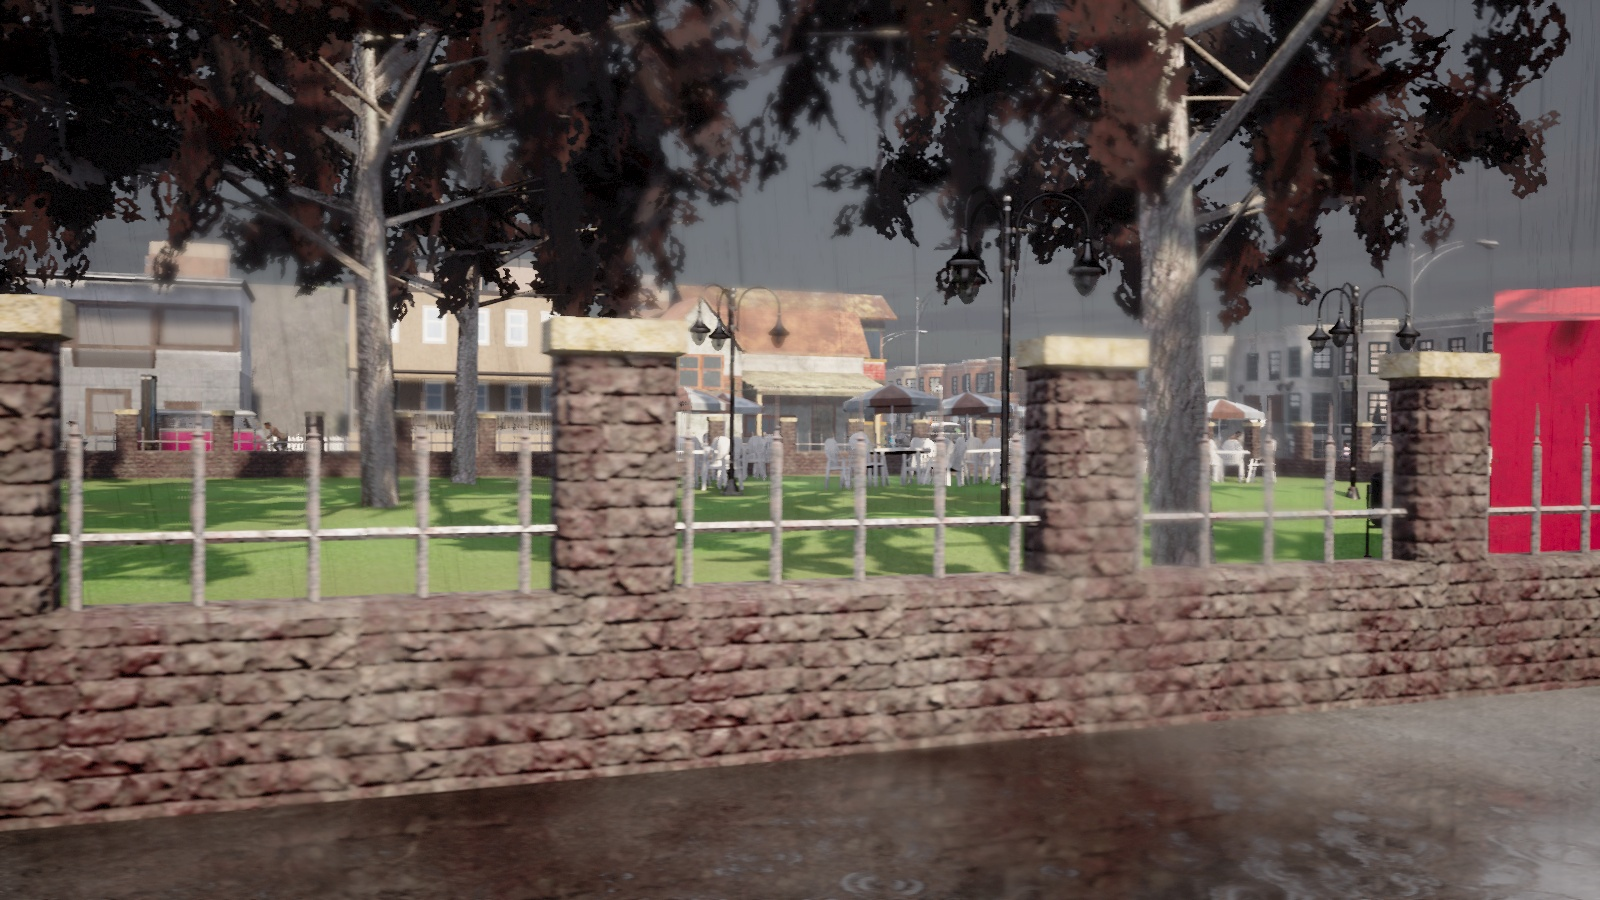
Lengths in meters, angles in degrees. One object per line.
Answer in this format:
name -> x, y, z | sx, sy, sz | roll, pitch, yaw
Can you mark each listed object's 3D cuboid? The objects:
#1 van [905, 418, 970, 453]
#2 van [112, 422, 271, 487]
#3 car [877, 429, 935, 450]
van -> 8.284, -0.870, 75.942 | 2.069, 2.038, 4.480 | -1, 1, -21
van -> -19.519, 0.108, 40.507 | 4.442, 1.987, 1.775 | -1, 1, -21
car -> 7.484, -0.764, 89.387 | 2.033, 1.411, 5.357 | -1, 1, -21
